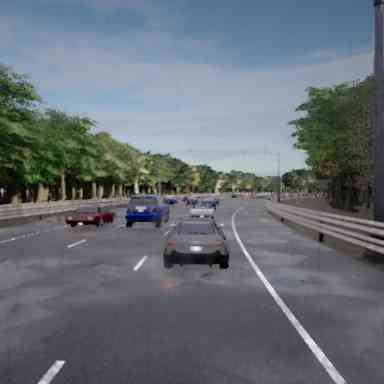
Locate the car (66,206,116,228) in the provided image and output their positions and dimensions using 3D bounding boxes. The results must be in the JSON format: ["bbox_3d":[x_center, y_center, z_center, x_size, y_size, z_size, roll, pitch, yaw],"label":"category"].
[{"bbox_3d":[-6.483,1.586,21.991,1.895,1.301,4.718,0,0,3],"label":"car"}]

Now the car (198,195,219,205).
[{"bbox_3d":[2.209,1.479,43.623,1.882,1.535,5.008,0,0,6],"label":"car"}]

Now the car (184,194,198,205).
[{"bbox_3d":[0.207,1.501,56.445,1.812,1.442,4.674,0,0,8],"label":"car"}]

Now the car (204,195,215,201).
[{"bbox_3d":[4.448,1.443,83.469,2.033,1.411,5.357,0,0,11],"label":"car"}]

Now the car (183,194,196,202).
[{"bbox_3d":[-0.524,1.273,75.670,2.097,1.767,4.553,0,0,10],"label":"car"}]

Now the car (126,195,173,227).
[{"bbox_3d":[-2.895,1.217,22.615,2.150,2.045,5.566,0,0,3],"label":"car"}]

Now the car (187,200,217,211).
[{"bbox_3d":[0.914,1.603,28.065,1.895,1.301,4.718,0,0,4],"label":"car"}]

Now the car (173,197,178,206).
[{"bbox_3d":[-3.546,1.444,54.551,1.882,1.535,5.008,0,0,7],"label":"car"}]

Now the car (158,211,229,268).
[{"bbox_3d":[0.170,1.565,11.361,1.994,1.385,4.181,0,0,2],"label":"car"}]
